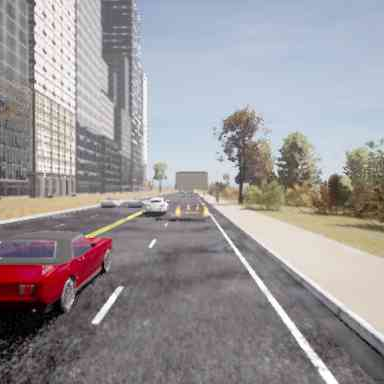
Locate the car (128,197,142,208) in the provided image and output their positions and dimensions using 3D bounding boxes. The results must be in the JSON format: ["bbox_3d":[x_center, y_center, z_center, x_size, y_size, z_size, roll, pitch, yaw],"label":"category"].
[{"bbox_3d":[-6.575,1.243,40.991,1.895,1.301,4.718,0,0,0],"label":"car"}]

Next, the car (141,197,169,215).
[{"bbox_3d":[-3.160,1.259,30.301,1.812,1.442,4.674,0,0,0],"label":"car"}]

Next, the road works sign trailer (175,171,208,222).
[{"bbox_3d":[-0.008,0.250,24.304,2.380,3.560,2.880,0,1,0],"label":"road works sign trailer"}]

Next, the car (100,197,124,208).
[{"bbox_3d":[-9.826,1.242,40.990,1.895,1.301,4.718,0,0,0],"label":"car"}]

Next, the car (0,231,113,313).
[{"bbox_3d":[-3.153,1.533,7.425,1.895,1.301,4.718,0,1,0],"label":"car"}]
